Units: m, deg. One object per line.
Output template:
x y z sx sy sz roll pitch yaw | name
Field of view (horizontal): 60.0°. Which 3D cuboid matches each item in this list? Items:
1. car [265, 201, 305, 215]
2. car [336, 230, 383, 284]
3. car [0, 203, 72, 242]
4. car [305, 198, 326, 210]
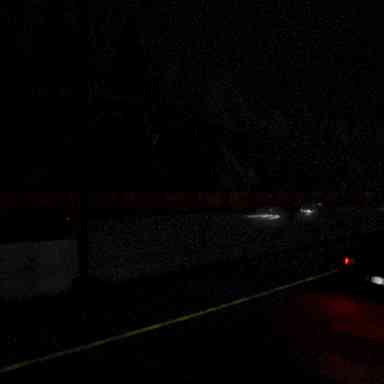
9.517 1.662 34.904 4.181 1.385 1.994 0 0 -40 | car
5.726 1.612 8.566 4.718 1.301 1.895 0 0 -40 | car
-8.156 1.450 15.632 4.553 1.767 2.097 0 0 -36 | car
16.324 1.611 45.239 4.892 1.490 1.837 -1 0 -40 | car
